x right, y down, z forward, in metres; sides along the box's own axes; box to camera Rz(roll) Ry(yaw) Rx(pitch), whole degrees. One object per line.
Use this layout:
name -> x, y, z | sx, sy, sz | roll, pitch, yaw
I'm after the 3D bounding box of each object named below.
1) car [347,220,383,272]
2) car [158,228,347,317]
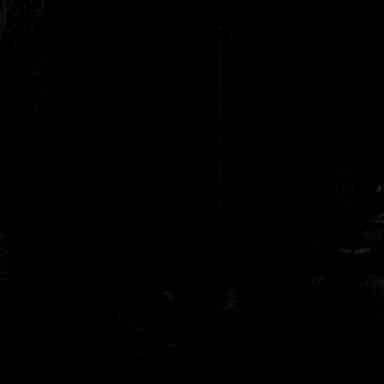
car -> 5.800, 1.584, 10.676 | 4.206, 1.307, 1.802 | 0, 0, -36
car -> 1.322, 1.567, 7.480 | 4.313, 1.339, 1.947 | 0, 0, -36
